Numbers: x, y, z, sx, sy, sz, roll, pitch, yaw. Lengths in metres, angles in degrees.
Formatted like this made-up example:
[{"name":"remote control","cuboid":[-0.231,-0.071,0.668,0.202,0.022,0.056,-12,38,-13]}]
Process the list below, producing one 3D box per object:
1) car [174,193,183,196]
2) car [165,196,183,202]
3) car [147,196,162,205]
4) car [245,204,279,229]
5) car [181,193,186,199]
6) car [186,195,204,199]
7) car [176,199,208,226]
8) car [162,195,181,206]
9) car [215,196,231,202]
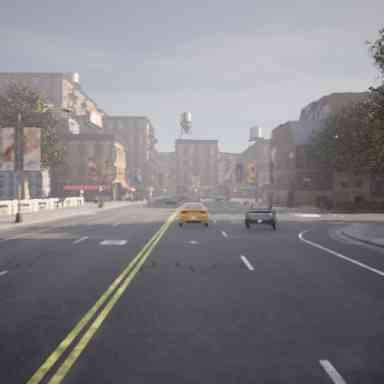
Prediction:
[{"name":"car","cuboid":[-2.890,1.254,74.457,2.150,2.045,5.566,0,0,21]},{"name":"car","cuboid":[-4.236,1.625,79.179,1.895,1.301,4.718,0,0,30]},{"name":"car","cuboid":[-6.675,1.513,58.808,2.128,1.511,4.902,0,0,5]},{"name":"car","cuboid":[4.619,1.500,21.831,2.128,1.511,4.902,0,0,15]},{"name":"car","cuboid":[-0.264,1.580,71.606,1.994,1.385,4.181,0,0,18]},{"name":"car","cuboid":[0.513,1.586,58.494,1.994,1.385,4.181,0,0,5]},{"name":"car","cuboid":[0.099,1.487,23.681,1.882,1.535,5.008,0,0,0]},{"name":"car","cuboid":[-3.434,1.622,55.586,1.895,1.301,4.718,0,0,2]},{"name":"car","cuboid":[7.511,1.626,79.297,1.895,1.301,4.718,0,0,33]}]
